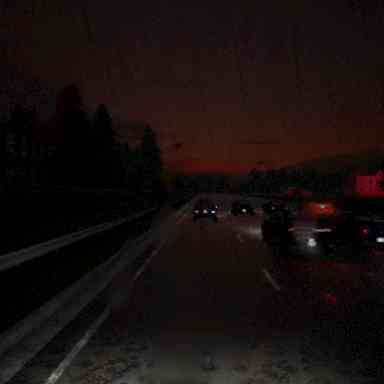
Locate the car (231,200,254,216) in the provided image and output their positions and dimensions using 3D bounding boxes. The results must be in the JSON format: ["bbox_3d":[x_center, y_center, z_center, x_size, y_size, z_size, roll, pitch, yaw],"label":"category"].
[{"bbox_3d":[4.743,1.474,31.768,1.812,1.442,4.674,0,0,2],"label":"car"}]

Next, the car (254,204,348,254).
[{"bbox_3d":[4.059,1.486,13.427,2.128,1.511,4.902,0,0,2],"label":"car"}]

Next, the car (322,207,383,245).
[{"bbox_3d":[7.637,1.617,15.509,1.895,1.301,4.718,0,0,2],"label":"car"}]

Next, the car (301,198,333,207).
[{"bbox_3d":[11.751,1.355,31.818,2.097,1.767,4.553,0,0,2],"label":"car"}]

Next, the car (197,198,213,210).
[{"bbox_3d":[1.632,1.458,42.305,1.994,1.385,4.181,0,0,2],"label":"car"}]

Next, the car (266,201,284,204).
[{"bbox_3d":[8.308,1.572,33.447,1.895,1.301,4.718,0,0,2],"label":"car"}]

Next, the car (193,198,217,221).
[{"bbox_3d":[1.048,1.481,26.655,2.033,1.411,5.357,0,0,2],"label":"car"}]
